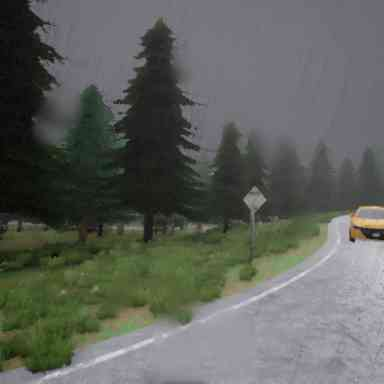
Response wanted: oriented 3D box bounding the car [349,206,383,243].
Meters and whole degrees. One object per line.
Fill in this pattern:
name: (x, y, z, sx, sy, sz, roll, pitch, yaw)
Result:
car: (8.363, 1.398, 15.270, 1.882, 1.535, 5.008, 2, 1, 27)
